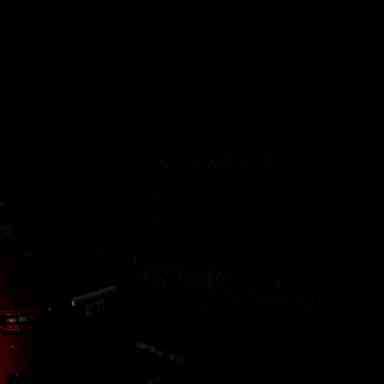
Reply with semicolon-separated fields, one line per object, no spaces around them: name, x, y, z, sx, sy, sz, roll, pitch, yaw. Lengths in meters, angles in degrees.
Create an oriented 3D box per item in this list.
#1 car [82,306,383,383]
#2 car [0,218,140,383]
car;1.515;1.582;1.724;4.206;1.307;1.802;0;0;36
car;-2.970;1.315;4.939;5.009;1.841;2.192;0;0;36
